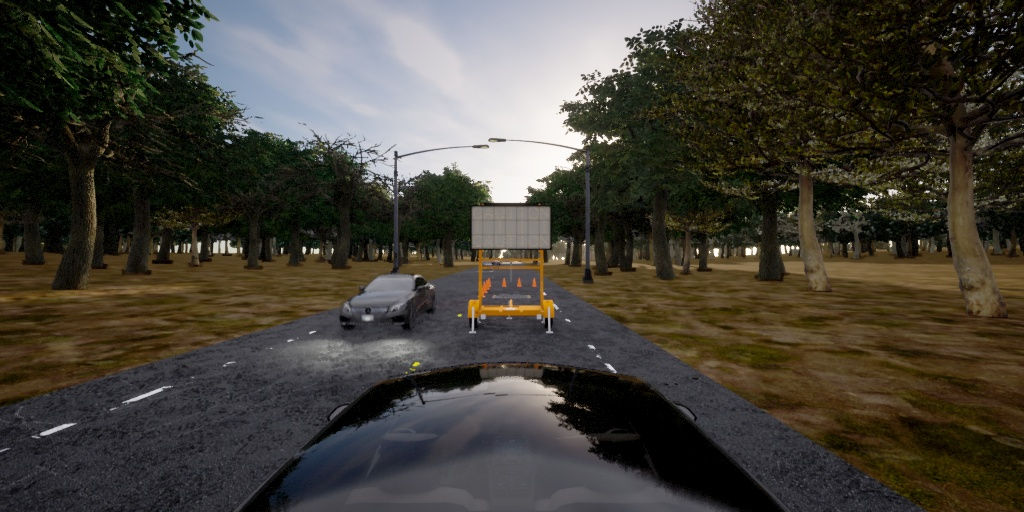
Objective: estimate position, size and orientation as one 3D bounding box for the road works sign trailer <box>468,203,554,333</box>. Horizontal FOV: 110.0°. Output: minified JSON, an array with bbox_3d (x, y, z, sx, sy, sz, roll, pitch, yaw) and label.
[{"bbox_3d":[-0.027,0.223,10.723,2.380,3.560,2.880,0,0,0],"label":"road works sign trailer"}]

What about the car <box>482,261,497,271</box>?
[{"bbox_3d":[-3.665,1.367,51.452,2.033,1.411,5.357,0,0,0],"label":"car"}]

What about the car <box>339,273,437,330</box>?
[{"bbox_3d":[-3.600,1.285,11.259,1.812,1.442,4.674,0,0,0],"label":"car"}]
